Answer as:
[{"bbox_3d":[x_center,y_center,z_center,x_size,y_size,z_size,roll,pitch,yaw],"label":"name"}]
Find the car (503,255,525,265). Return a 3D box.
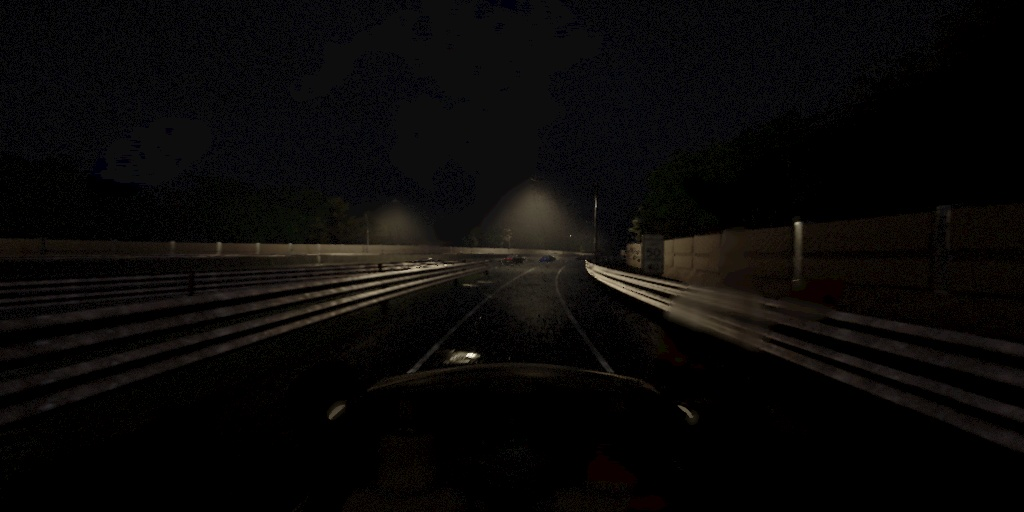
[{"bbox_3d":[0.416,0.597,55.370,2.128,1.511,4.902,0,1,26],"label":"car"}]

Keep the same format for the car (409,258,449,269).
[{"bbox_3d":[-8.360,0.909,37.318,2.033,1.411,5.357,1,1,26],"label":"car"}]

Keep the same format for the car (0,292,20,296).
[{"bbox_3d":[-20.595,1.131,12.176,2.097,1.767,4.553,1,1,26],"label":"car"}]
